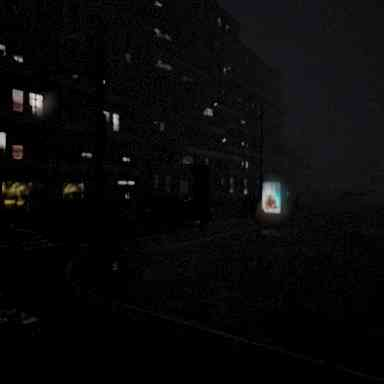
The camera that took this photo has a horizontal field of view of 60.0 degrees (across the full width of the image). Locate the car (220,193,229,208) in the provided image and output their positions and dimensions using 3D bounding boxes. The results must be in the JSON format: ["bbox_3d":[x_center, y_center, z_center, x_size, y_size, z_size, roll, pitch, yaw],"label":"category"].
[{"bbox_3d":[1.211,0.708,31.223,2.097,1.767,4.553,1,1,35],"label":"car"}]

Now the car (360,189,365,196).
[{"bbox_3d":[31.101,0.018,63.604,1.967,1.590,4.097,2,2,35],"label":"car"}]

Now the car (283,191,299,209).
[{"bbox_3d":[8.748,0.884,31.857,1.947,1.339,4.313,2,2,35],"label":"car"}]

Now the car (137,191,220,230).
[{"bbox_3d":[-0.828,0.945,18.241,2.192,1.841,5.009,2,2,35],"label":"car"}]

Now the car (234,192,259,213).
[{"bbox_3d":[5.555,0.989,27.320,1.947,1.339,4.313,2,2,35],"label":"car"}]

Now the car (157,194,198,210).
[{"bbox_3d":[-1.334,0.928,32.091,1.802,1.307,4.206,2,2,35],"label":"car"}]

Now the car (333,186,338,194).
[{"bbox_3d":[33.784,-0.380,81.972,1.967,1.590,4.097,2,2,35],"label":"car"}]

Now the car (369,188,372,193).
[{"bbox_3d":[37.486,-0.091,72.680,1.887,1.381,4.507,2,2,35],"label":"car"}]

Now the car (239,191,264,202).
[{"bbox_3d":[8.242,0.613,45.696,1.802,1.307,4.206,2,2,35],"label":"car"}]

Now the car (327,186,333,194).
[{"bbox_3d":[30.590,-0.168,77.440,1.887,1.381,4.507,2,2,35],"label":"car"}]

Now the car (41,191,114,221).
[{"bbox_3d":[-7.716,0.868,23.013,2.192,1.841,5.009,2,2,35],"label":"car"}]

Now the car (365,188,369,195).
[{"bbox_3d":[34.293,0.016,68.143,1.887,1.381,4.507,2,2,35],"label":"car"}]

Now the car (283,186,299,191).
[{"bbox_3d":[14.268,0.138,49.608,2.150,2.045,5.566,1,1,35],"label":"car"}]

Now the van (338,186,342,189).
[{"bbox_3d":[36.977,-0.586,86.503,1.690,1.788,3.998,2,2,35],"label":"van"}]

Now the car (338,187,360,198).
[{"bbox_3d":[27.907,0.229,59.072,1.887,1.381,4.507,2,2,35],"label":"car"}]

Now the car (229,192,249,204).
[{"bbox_3d":[5.051,0.687,41.161,2.008,1.369,4.403,2,2,35],"label":"car"}]

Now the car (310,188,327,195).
[{"bbox_3d":[27.398,-0.165,72.901,1.967,1.590,4.097,2,2,35],"label":"car"}]

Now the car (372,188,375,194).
[{"bbox_3d":[43.872,-0.300,81.751,2.008,1.369,4.403,2,2,35],"label":"car"}]
